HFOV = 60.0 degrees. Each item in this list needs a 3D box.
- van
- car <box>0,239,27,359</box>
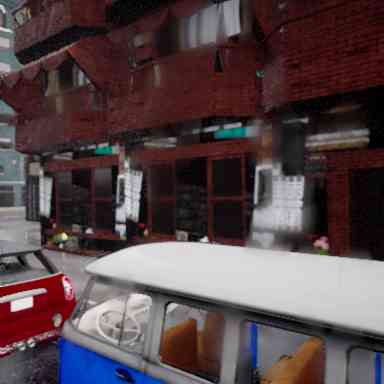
[{"bbox_3d":[0.749,1.345,2.200,3.998,1.788,1.690,0,-1,35],"label":"van"},{"bbox_3d":[-3.769,1.483,5.415,4.097,1.590,1.967,0,-1,35],"label":"car"}]
